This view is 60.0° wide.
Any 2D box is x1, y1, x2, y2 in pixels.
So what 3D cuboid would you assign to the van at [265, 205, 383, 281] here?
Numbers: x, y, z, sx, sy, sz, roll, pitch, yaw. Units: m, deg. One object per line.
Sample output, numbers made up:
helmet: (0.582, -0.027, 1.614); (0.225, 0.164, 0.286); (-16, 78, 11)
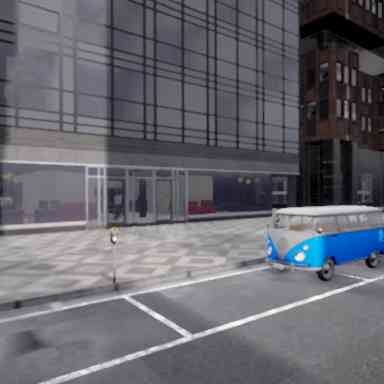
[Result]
van: (3.840, 1.294, 9.384); (3.998, 1.788, 1.690); (0, 0, -35)
